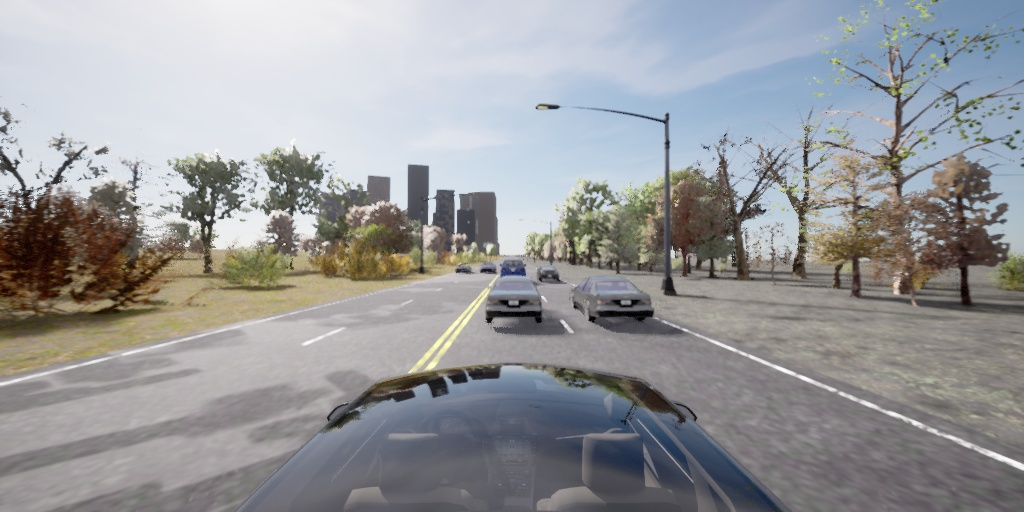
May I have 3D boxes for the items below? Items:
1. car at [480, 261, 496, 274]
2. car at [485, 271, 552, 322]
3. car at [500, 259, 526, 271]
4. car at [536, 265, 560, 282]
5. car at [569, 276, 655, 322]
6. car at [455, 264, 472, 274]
[{"bbox_3d":[-3.320,1.550,50.008,2.097,1.767,4.553,0,0,0],"label":"car"},{"bbox_3d":[0.067,1.419,12.839,2.033,1.411,5.357,0,-1,0],"label":"car"},{"bbox_3d":[0.092,1.286,31.940,2.150,2.045,5.566,0,-1,0],"label":"car"},{"bbox_3d":[3.343,1.604,33.865,1.812,1.442,4.674,0,0,0],"label":"car"},{"bbox_3d":[3.318,1.415,12.891,2.033,1.411,5.357,0,-1,0],"label":"car"},{"bbox_3d":[-6.577,1.794,48.972,1.895,1.301,4.718,0,0,0],"label":"car"}]
